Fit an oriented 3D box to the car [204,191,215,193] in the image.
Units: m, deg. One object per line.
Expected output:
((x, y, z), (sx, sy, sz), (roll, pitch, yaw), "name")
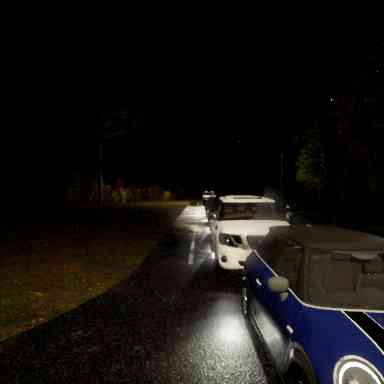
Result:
((2.833, 0.935, 54.427), (2.150, 2.045, 5.566), (0, 0, 2), "car")

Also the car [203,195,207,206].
((2.158, 1.320, 29.330), (1.882, 1.535, 5.008), (0, 0, 1), "car")

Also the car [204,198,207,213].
((2.012, 1.378, 23.076), (1.837, 1.490, 4.892), (0, 0, 1), "car")

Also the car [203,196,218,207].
((2.646, 1.311, 47.994), (1.994, 1.385, 4.181), (0, 0, 2), "car")

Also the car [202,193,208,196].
((2.460, 1.272, 41.585), (2.128, 1.511, 4.902), (0, 0, 2), "car")

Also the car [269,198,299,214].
((9.269, 1.384, 33.982), (1.994, 1.385, 4.181), (0, 0, 1), "car")

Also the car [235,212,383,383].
((1.940, 1.338, 4.143), (2.097, 1.767, 4.553), (0, 0, 0), "car")

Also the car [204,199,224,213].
((2.303, 1.412, 35.419), (1.895, 1.301, 4.718), (0, 0, 1), "car")

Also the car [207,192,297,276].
((1.727, 1.159, 10.489), (2.150, 2.045, 5.566), (0, 0, 1), "car")
